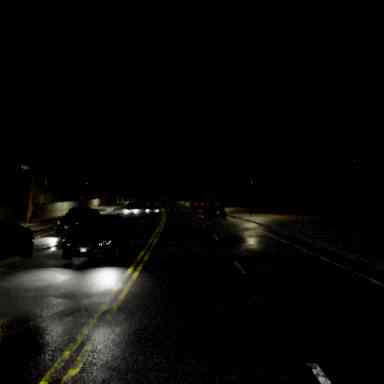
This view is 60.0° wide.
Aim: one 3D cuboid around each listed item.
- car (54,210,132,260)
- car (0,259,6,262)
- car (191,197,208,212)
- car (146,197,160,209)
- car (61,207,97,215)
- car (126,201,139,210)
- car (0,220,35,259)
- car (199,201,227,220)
[{"bbox_3d":[-3.569,1.661,13.135,1.837,1.490,4.892,0,-1,-2],"label":"car"},{"bbox_3d":[-3.398,1.597,2.326,1.994,1.385,4.181,0,-1,-1],"label":"car"},{"bbox_3d":[1.109,1.736,46.126,2.150,2.045,5.566,0,0,-6],"label":"car"},{"bbox_3d":[-6.556,1.956,55.621,2.097,1.767,4.553,0,-1,-6],"label":"car"},{"bbox_3d":[-7.052,1.751,21.144,1.837,1.490,4.892,0,-1,0],"label":"car"},{"bbox_3d":[-9.739,2.194,54.887,1.895,1.301,4.718,0,-1,-6],"label":"car"},{"bbox_3d":[-6.768,1.657,10.761,1.812,1.442,4.674,0,-1,-1],"label":"car"},{"bbox_3d":[2.194,1.914,32.572,2.033,1.411,5.357,0,-1,-3],"label":"car"}]
